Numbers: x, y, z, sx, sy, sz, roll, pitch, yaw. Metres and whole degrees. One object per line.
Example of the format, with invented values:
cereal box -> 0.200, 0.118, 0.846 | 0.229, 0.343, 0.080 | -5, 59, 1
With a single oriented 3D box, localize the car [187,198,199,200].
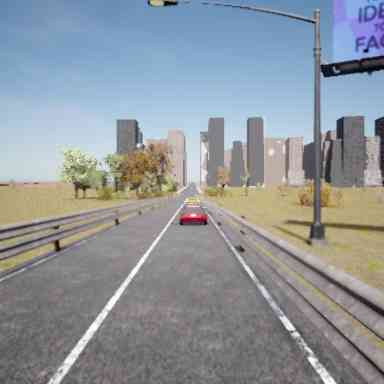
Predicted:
car -> 0.103, 1.464, 42.361 | 1.882, 1.535, 5.008 | 0, 0, 0

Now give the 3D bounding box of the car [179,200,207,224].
car -> 0.101, 1.556, 24.657 | 1.994, 1.385, 4.181 | 0, 0, 0
